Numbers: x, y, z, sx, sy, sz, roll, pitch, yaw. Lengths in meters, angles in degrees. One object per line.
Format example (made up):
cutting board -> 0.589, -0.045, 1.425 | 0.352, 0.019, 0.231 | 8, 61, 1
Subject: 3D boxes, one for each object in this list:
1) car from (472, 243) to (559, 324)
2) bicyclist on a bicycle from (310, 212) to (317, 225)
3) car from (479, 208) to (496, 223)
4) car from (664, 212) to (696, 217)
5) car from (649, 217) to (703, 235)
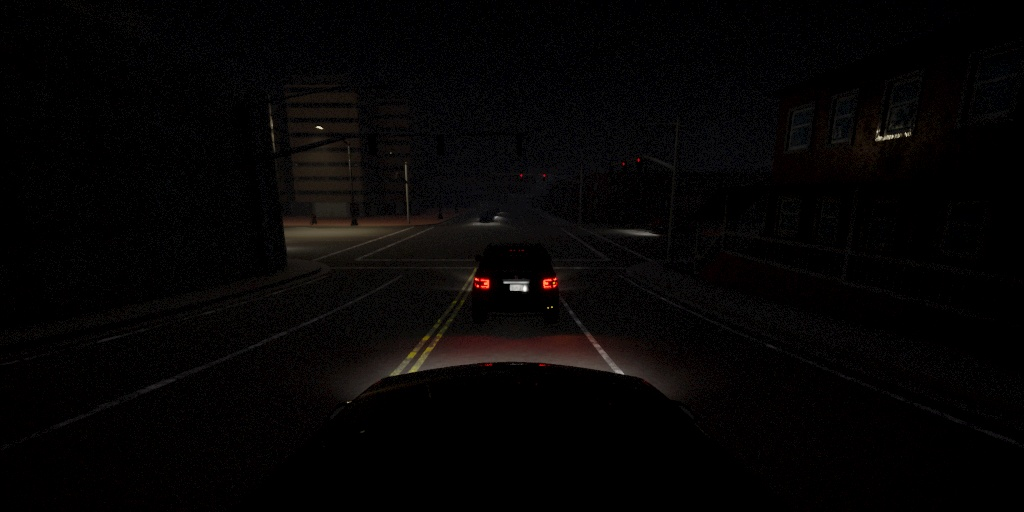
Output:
car -> 0.057, 0.601, 10.749 | 2.150, 2.045, 5.566 | 0, 4, -1
bicyclist on a bicycle -> -25.407, -4.791, 45.846 | 0.582, 1.620, 1.656 | 0, 10, 0
car -> -3.775, -5.817, 52.983 | 1.882, 1.535, 5.008 | 0, 10, 1
car -> 18.317, -3.871, 40.138 | 5.566, 2.045, 2.150 | 0, 10, 0
car -> 16.978, -2.982, 36.734 | 4.674, 1.442, 1.812 | 0, 10, 0
